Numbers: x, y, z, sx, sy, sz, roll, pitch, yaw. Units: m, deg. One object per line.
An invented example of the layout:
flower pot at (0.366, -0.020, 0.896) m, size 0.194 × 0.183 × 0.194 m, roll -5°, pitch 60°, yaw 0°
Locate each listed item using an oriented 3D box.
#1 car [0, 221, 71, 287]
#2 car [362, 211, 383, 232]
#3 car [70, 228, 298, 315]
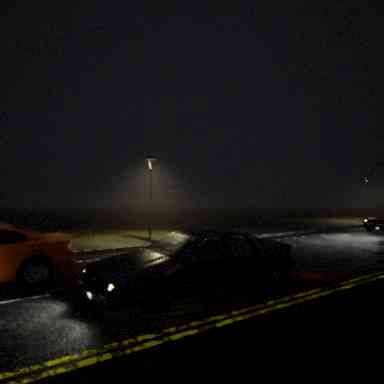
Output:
car at (-5.399, 1.480, 7.842) m, size 5.008 × 1.535 × 1.882 m, roll 1°, pitch -1°, yaw -36°
car at (12.812, 1.854, 21.100) m, size 4.718 × 1.301 × 1.895 m, roll 1°, pitch -1°, yaw -36°
car at (0.224, 1.599, 7.867) m, size 5.357 × 1.411 × 2.033 m, roll 1°, pitch 0°, yaw -36°
